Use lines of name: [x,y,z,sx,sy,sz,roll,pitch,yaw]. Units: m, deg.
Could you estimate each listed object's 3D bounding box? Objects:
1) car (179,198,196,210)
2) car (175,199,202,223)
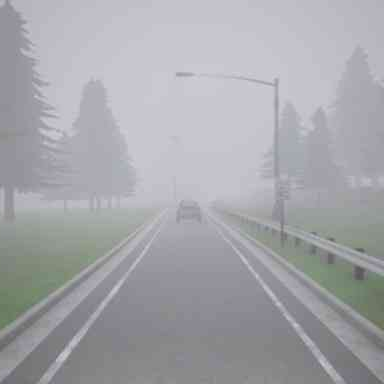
car: [-0.560,1.551,42.890,1.994,1.385,4.181,0,0,2]
car: [-0.281,1.482,25.752,2.128,1.511,4.902,0,0,-2]
